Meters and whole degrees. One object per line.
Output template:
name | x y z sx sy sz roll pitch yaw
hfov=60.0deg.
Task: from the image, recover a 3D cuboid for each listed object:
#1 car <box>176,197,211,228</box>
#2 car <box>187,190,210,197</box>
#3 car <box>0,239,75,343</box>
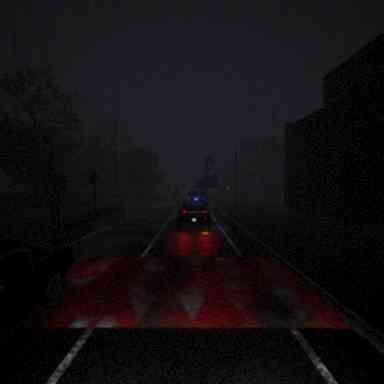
car | 0.092 1.250 19.928 2.128 1.511 4.902 0 0 0
car | 0.621 0.788 35.221 2.150 2.045 5.566 0 1 5
car | -3.338 1.477 4.596 1.895 1.301 4.718 0 4 0
